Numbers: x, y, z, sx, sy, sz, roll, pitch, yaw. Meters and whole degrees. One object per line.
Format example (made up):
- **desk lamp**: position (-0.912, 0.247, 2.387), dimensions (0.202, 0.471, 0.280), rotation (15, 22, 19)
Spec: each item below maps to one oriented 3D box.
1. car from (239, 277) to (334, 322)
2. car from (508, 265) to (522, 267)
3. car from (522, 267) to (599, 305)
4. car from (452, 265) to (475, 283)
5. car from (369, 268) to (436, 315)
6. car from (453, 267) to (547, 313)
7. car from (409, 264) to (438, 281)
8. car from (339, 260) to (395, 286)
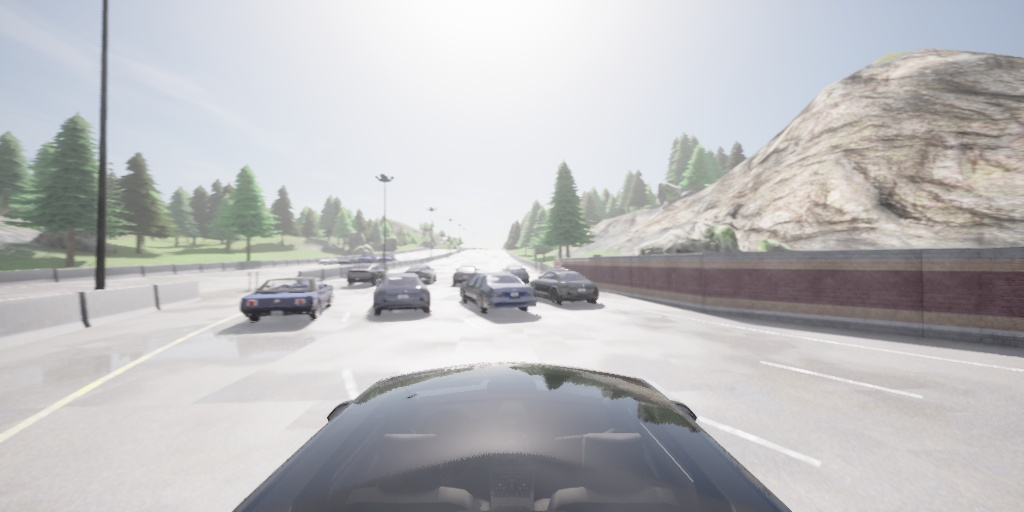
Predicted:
- **car**: position (-7.489, 1.374, 12.465), dimensions (1.895, 1.301, 4.718), rotation (0, 0, -19)
- **car**: position (0.191, 1.384, 26.978), dimensions (1.994, 1.385, 4.181), rotation (0, 0, -3)
- **car**: position (2.225, 1.361, 16.550), dimensions (1.994, 1.385, 4.181), rotation (0, 0, -18)
- **car**: position (-3.291, 1.383, 26.583), dimensions (1.994, 1.385, 4.181), rotation (0, 0, -4)
- **car**: position (-4.301, 1.346, 14.014), dimensions (1.994, 1.385, 4.181), rotation (0, 0, -18)
- **car**: position (-0.757, 1.334, 14.341), dimensions (2.033, 1.411, 5.357), rotation (0, 0, -20)
- **car**: position (-6.797, 1.342, 26.636), dimensions (1.812, 1.442, 4.674), rotation (0, 0, -3)
- **car**: position (-10.259, 1.307, 25.886), dimensions (2.128, 1.511, 4.902), rotation (0, 0, -4)
